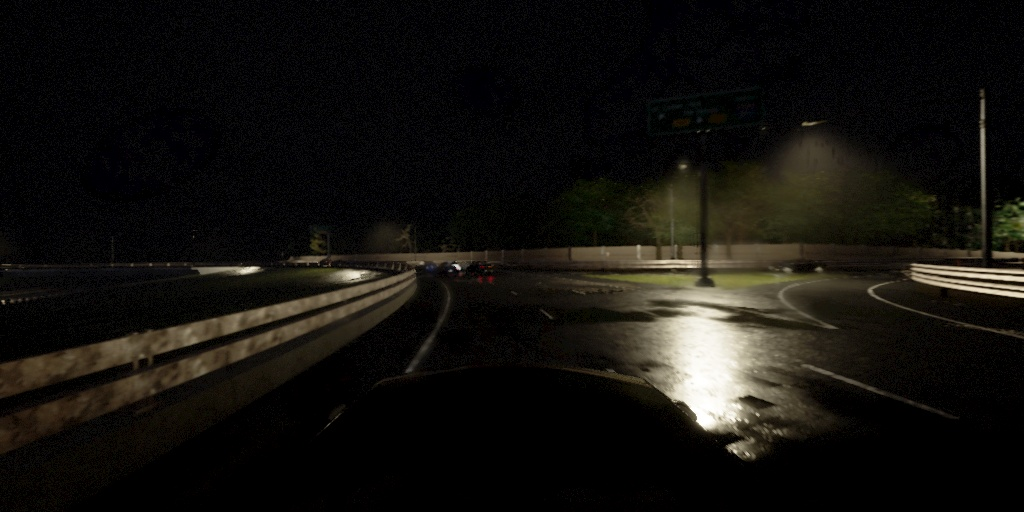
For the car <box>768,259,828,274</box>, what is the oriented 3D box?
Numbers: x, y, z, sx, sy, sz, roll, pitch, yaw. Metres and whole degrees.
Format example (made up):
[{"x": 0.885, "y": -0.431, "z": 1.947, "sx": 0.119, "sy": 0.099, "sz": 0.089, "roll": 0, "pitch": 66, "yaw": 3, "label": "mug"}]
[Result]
[{"x": 28.034, "y": 1.012, "z": 35.279, "sx": 4.892, "sy": 1.490, "sz": 1.837, "roll": 0, "pitch": 0, "yaw": 4, "label": "car"}]

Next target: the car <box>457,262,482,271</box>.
[{"x": -6.342, "y": 1.506, "z": 53.119, "sx": 1.895, "sy": 1.301, "sz": 4.718, "roll": -1, "pitch": 0, "yaw": -29, "label": "car"}]

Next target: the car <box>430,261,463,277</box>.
[{"x": -6.977, "y": 1.451, "z": 38.098, "sx": 1.994, "sy": 1.385, "sz": 4.181, "roll": -1, "pitch": 0, "yaw": -24, "label": "car"}]

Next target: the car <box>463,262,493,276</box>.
[{"x": -3.640, "y": 1.344, "z": 39.160, "sx": 2.128, "sy": 1.511, "sz": 4.902, "roll": -1, "pitch": 0, "yaw": -24, "label": "car"}]

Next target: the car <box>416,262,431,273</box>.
[{"x": -11.263, "y": 1.498, "z": 47.560, "sx": 2.033, "sy": 1.411, "sz": 5.357, "roll": -1, "pitch": 0, "yaw": -29, "label": "car"}]
